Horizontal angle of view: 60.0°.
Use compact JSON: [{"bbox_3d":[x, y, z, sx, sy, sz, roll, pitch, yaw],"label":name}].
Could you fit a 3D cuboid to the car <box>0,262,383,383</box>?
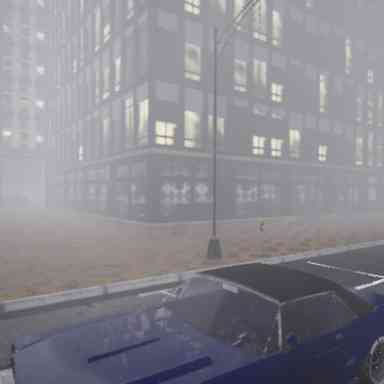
[{"bbox_3d":[0.529,1.615,3.754,4.718,1.301,1.895,0,0,-35],"label":"car"}]
